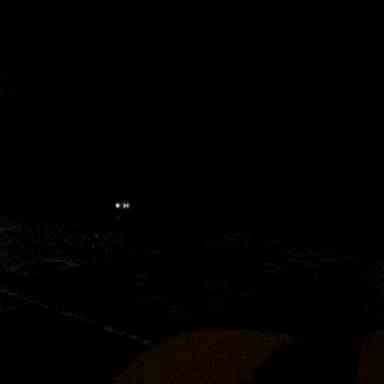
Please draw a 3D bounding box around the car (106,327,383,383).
[{"bbox_3d":[1.439,1.525,2.056,4.829,1.417,1.752,0,0,36],"label":"car"}]
